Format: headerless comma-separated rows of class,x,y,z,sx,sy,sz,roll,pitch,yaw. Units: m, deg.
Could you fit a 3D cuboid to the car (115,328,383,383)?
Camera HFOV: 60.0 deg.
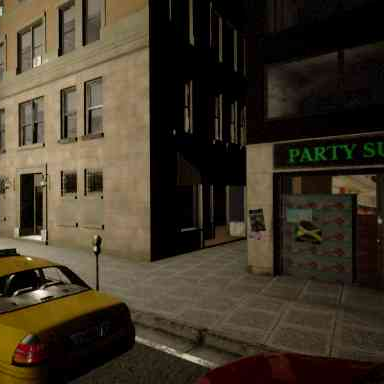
car,1.767,1.582,1.594,4.206,1.307,1.802,0,-1,36

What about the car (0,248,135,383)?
car,-2.987,1.526,4.992,4.829,1.417,1.752,0,-1,36
